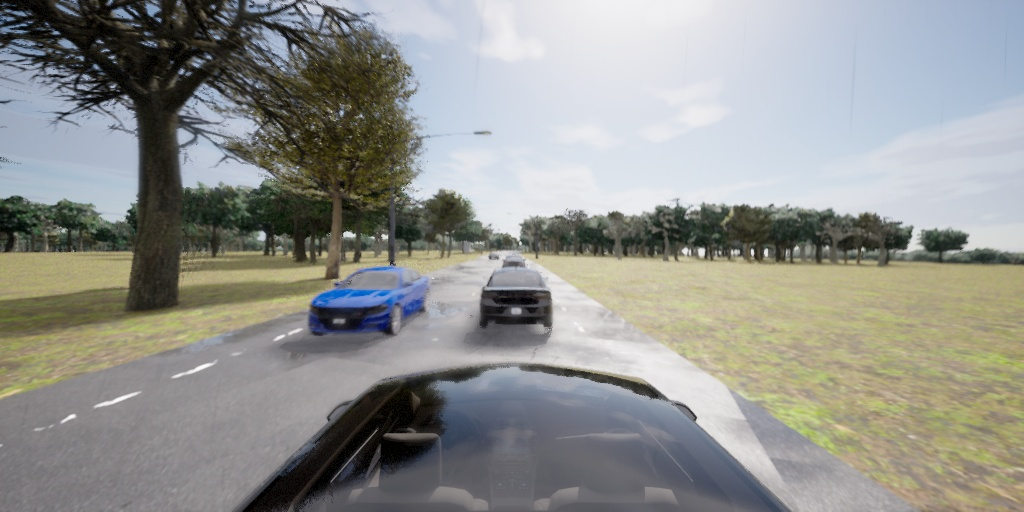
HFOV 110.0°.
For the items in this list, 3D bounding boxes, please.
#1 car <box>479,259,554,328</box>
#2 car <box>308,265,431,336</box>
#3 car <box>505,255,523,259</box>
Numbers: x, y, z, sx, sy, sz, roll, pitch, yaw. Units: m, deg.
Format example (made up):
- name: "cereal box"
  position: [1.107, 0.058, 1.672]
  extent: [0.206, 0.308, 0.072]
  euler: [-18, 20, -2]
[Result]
- name: "car"
  position: [0.114, 1.058, 10.780]
  extent: [1.882, 1.535, 5.008]
  euler: [1, 2, 0]
- name: "car"
  position: [-3.597, 1.039, 9.947]
  extent: [1.882, 1.535, 5.008]
  euler: [1, 1, 0]
- name: "car"
  position: [0.157, 0.645, 28.926]
  extent: [1.812, 1.442, 4.674]
  euler: [-1, 1, 0]
